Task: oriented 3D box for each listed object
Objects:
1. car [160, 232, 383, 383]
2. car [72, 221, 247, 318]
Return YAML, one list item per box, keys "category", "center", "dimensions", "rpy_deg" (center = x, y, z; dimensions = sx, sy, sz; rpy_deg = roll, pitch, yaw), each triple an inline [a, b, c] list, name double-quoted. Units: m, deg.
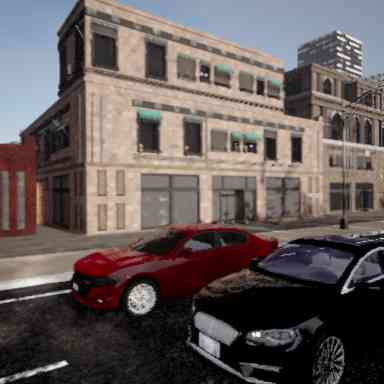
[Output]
- category: "car"
  center: [2.193, 1.496, 5.249]
  dimensions: [4.902, 1.511, 2.128]
  rpy_deg: [0, 0, -35]
- category: "car"
  center: [-0.110, 1.482, 7.598]
  dimensions: [5.008, 1.535, 1.882]
  rpy_deg: [0, 0, -35]
